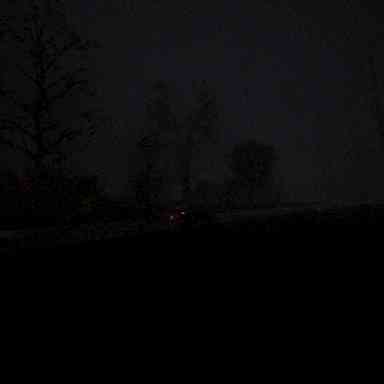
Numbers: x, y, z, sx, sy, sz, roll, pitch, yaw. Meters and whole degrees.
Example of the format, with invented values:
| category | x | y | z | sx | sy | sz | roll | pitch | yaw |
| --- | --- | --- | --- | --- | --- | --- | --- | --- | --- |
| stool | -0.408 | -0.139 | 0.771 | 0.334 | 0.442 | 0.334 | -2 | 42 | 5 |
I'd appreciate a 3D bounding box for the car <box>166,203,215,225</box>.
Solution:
| category | x | y | z | sx | sy | sz | roll | pitch | yaw |
| --- | --- | --- | --- | --- | --- | --- | --- | --- | --- |
| car | -0.055 | 1.579 | 24.944 | 1.812 | 1.442 | 4.674 | 1 | 0 | 36 |
